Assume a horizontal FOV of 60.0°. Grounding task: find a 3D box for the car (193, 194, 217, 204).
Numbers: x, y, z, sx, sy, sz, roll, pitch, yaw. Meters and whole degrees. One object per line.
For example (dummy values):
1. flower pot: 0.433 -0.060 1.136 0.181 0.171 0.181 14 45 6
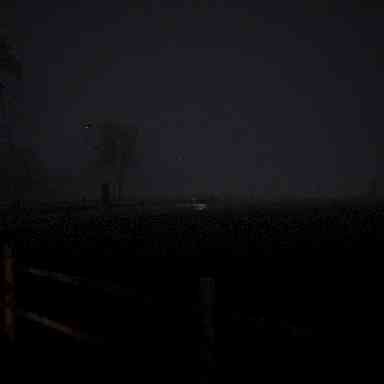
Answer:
1. car: 2.001 1.074 51.584 1.837 1.490 4.892 1 1 36
